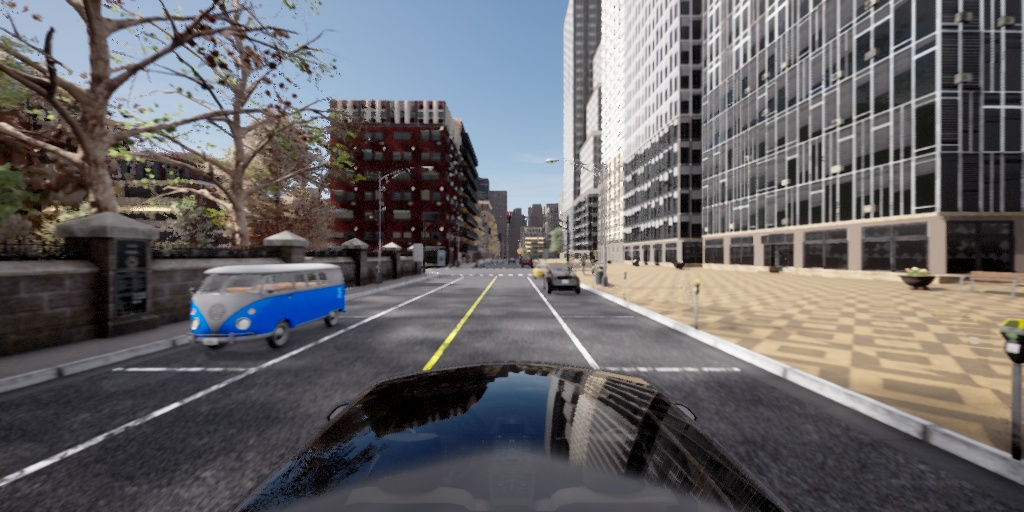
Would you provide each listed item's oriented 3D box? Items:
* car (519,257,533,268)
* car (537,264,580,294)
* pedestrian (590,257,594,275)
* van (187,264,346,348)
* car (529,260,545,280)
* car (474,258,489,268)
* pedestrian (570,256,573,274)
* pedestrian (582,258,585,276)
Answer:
[{"bbox_3d":[2.692,1.098,63.813,2.192,1.841,5.009,0,0,0],"label":"car"},{"bbox_3d":[2.689,1.315,20.136,1.948,1.339,4.313,0,0,0],"label":"car"},{"bbox_3d":[8.136,1.021,36.681,0.375,1.860,0.375,0,0,0],"label":"pedestrian"},{"bbox_3d":[-5.692,1.090,8.871,1.690,1.789,3.998,0,0,0],"label":"van"},{"bbox_3d":[2.690,1.280,31.571,1.751,1.417,4.829,0,0,0],"label":"car"},{"bbox_3d":[-5.688,1.334,63.813,2.007,1.370,4.403,0,0,0],"label":"car"},{"bbox_3d":[6.136,0.899,37.281,0.375,1.860,0.375,0,0,0],"label":"pedestrian"},{"bbox_3d":[7.136,1.041,36.081,0.375,1.860,0.375,0,0,0],"label":"pedestrian"}]
